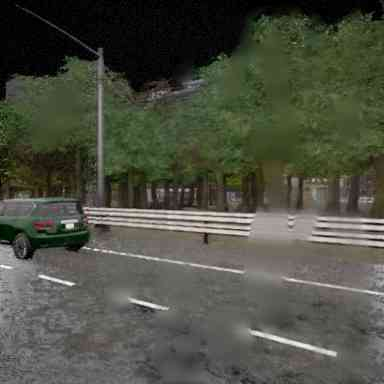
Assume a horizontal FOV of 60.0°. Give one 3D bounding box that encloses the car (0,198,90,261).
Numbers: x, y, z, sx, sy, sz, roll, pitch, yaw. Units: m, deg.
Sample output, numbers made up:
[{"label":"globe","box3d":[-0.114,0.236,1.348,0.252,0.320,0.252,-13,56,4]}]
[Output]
[{"label":"car","box3d":[-6.245,1.241,12.636,5.566,2.045,2.150,0,0,36]}]
